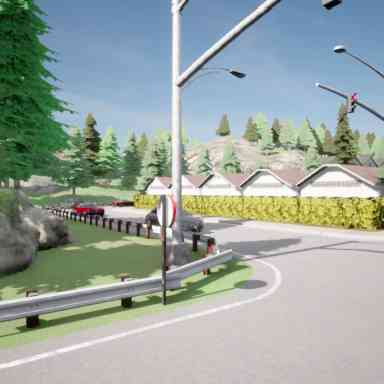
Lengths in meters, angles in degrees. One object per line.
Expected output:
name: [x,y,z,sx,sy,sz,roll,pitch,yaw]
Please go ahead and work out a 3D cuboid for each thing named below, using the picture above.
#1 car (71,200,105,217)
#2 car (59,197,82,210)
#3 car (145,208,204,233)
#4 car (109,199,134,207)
car: [-10.357,1.792,33.516,1.895,1.301,4.718,0,0,-35]
car: [-16.656,1.531,46.210,2.097,1.767,4.553,0,0,1]
car: [-1.183,1.696,20.394,1.837,1.490,4.892,0,0,-35]
car: [-10.958,1.777,53.332,1.895,1.301,4.718,0,0,33]
